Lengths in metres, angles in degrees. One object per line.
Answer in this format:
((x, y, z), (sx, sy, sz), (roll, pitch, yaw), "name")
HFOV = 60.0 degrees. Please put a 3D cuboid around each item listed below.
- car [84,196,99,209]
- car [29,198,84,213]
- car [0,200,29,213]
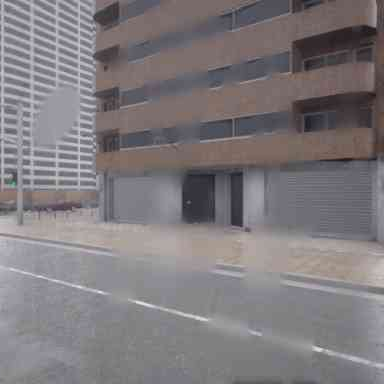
((-13.825, 1.564, 45.600), (1.994, 1.385, 4.181), (0, 0, 35), "car")
((-15.148, 1.478, 37.560), (1.882, 1.535, 5.008), (0, 0, 35), "car")
((-19.519, 1.547, 37.400), (2.033, 1.411, 5.357), (0, 0, 35), "car")
